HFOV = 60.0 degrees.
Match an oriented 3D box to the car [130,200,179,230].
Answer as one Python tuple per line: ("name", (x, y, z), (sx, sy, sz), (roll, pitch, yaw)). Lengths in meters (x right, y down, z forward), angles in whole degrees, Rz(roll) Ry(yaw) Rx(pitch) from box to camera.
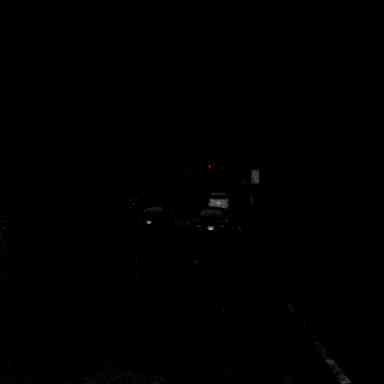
("car", (-2.178, 1.476, 20.750), (1.812, 1.442, 4.674), (0, 0, 5))

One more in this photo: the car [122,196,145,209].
("car", (-7.143, 1.295, 41.027), (1.882, 1.535, 5.008), (0, 0, 7))

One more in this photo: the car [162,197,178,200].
("car", (-3.065, 1.337, 45.209), (2.033, 1.411, 5.357), (0, 0, 8))

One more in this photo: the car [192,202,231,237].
("car", (1.055, 1.494, 17.676), (1.812, 1.442, 4.674), (0, 0, 5))

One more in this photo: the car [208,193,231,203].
("car", (2.904, 1.101, 35.231), (2.150, 2.045, 5.566), (0, 0, 7))
